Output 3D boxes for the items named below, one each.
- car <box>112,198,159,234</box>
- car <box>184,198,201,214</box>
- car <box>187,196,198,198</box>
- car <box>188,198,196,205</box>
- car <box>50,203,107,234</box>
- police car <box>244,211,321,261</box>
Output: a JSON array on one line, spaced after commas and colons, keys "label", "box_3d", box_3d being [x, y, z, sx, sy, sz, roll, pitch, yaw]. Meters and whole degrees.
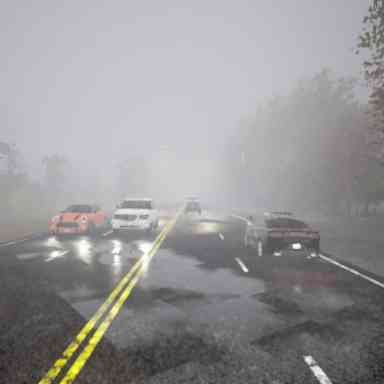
[{"label": "car", "box_3d": [-3.338, 1.373, 20.622, 2.150, 2.045, 5.566, 1, -1, 0]}, {"label": "car", "box_3d": [0.060, 1.805, 38.048, 2.033, 1.411, 5.357, 1, -4, -2]}, {"label": "car", "box_3d": [0.094, 1.698, 54.153, 2.150, 2.045, 5.566, 1, -1, 0]}, {"label": "car", "box_3d": [-0.014, 2.127, 73.733, 1.882, 1.535, 5.008, 1, -1, 0]}, {"label": "car", "box_3d": [-6.588, 1.460, 19.792, 2.097, 1.767, 4.553, 1, 0, 0]}, {"label": "police car", "box_3d": [3.266, 1.556, 12.970, 1.930, 1.638, 5.238, 1, -2, 0]}]
